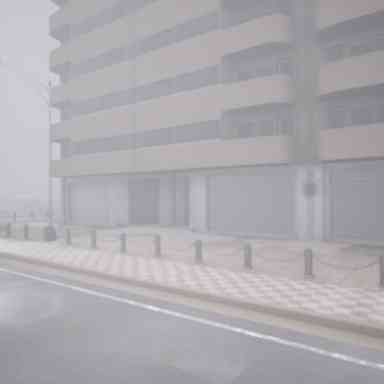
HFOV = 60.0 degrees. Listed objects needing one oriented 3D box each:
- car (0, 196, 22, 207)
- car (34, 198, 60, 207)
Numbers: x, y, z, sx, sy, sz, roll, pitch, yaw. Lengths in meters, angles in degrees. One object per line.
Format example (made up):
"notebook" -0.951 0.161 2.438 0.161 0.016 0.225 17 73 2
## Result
"car" -43.824 2.084 78.995 1.932 1.855 4.605 -1 0 35
"car" -29.958 2.145 69.335 1.970 1.475 3.806 -1 0 35
